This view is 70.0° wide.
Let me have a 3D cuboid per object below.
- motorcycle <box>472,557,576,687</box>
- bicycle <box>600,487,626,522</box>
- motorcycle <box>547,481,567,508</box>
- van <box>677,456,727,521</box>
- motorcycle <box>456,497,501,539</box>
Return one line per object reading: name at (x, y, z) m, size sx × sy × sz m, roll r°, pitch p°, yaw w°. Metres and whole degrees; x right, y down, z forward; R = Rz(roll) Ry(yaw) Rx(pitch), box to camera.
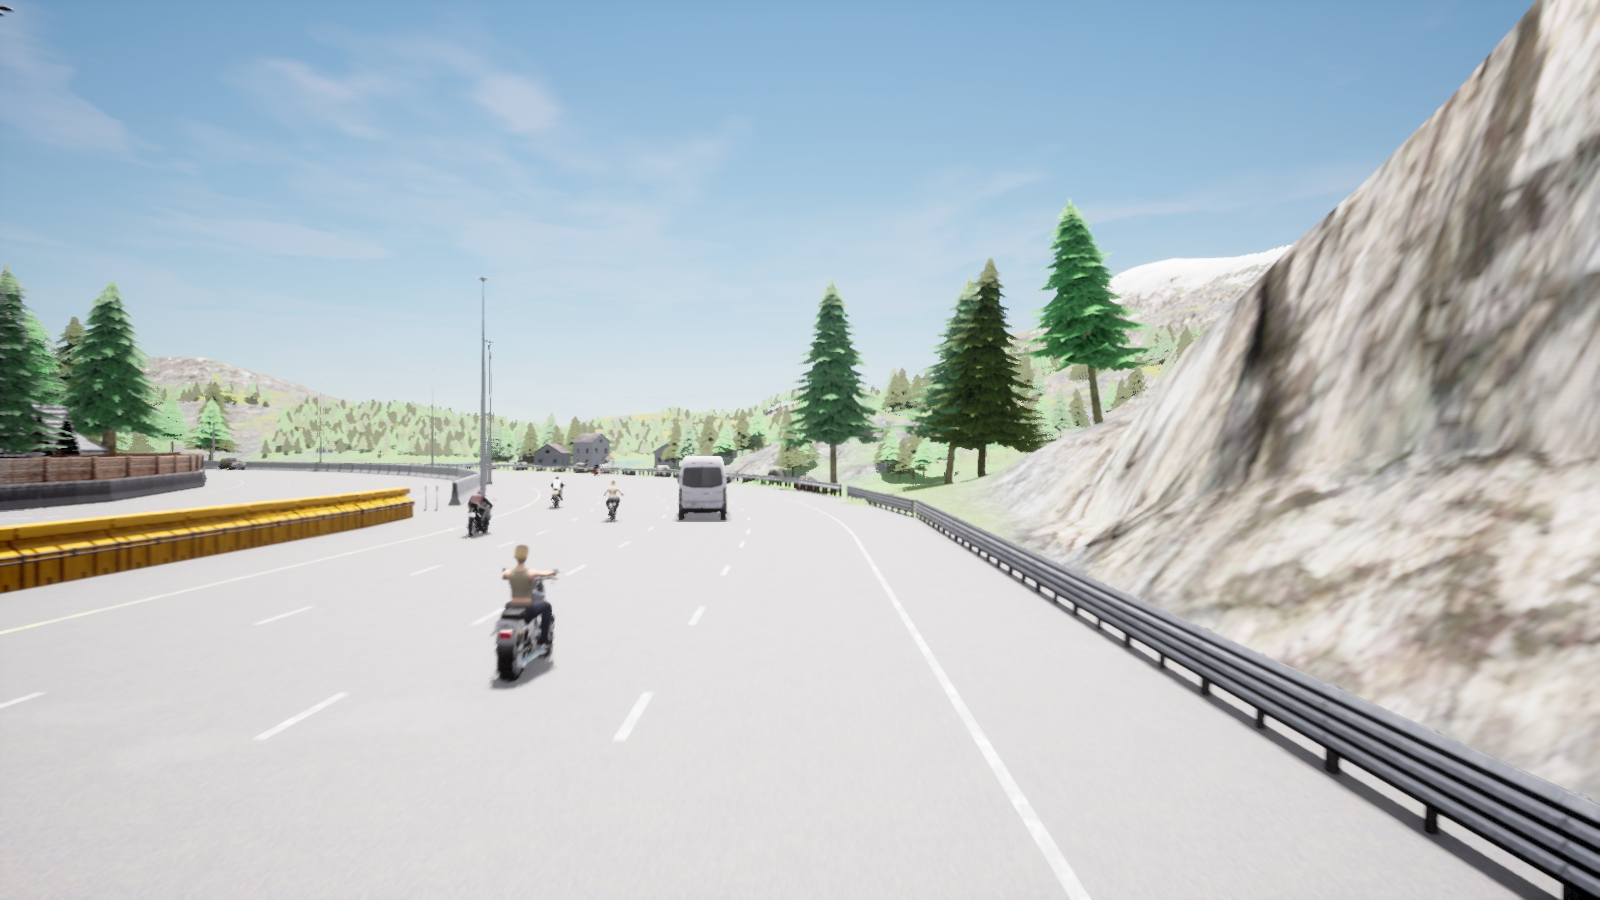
motorcycle at (-3.495, 2.145, 14.676) m, size 0.764 × 1.325 × 2.356 m, roll 0°, pitch 0°, yaw 0°
bicycle at (-7.376, 2.148, 45.160) m, size 0.859 × 1.295 × 1.487 m, roll 0°, pitch 0°, yaw -4°
motorcycle at (-11.845, 2.175, 55.754) m, size 0.803 × 1.217 × 2.033 m, roll 0°, pitch 0°, yaw -7°
van at (-4.080, 1.533, 48.388) m, size 1.988 × 2.561 × 5.915 m, roll 0°, pitch 0°, yaw -4°
motorcycle at (-10.557, 2.204, 37.596) m, size 0.867 × 1.251 × 2.209 m, roll 0°, pitch 0°, yaw -1°
